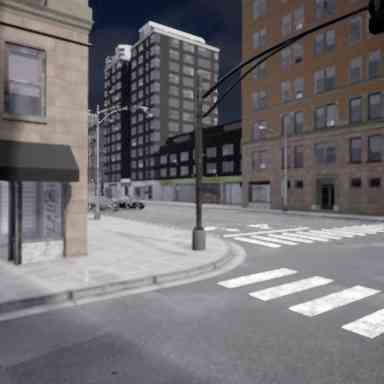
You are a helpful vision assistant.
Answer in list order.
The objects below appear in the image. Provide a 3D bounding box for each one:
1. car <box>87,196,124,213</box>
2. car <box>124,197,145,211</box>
[{"bbox_3d":[-8.630,1.150,32.190,1.837,1.490,4.892,0,0,-35],"label":"car"},{"bbox_3d":[-6.707,1.246,35.104,1.895,1.301,4.718,0,0,-35],"label":"car"}]
